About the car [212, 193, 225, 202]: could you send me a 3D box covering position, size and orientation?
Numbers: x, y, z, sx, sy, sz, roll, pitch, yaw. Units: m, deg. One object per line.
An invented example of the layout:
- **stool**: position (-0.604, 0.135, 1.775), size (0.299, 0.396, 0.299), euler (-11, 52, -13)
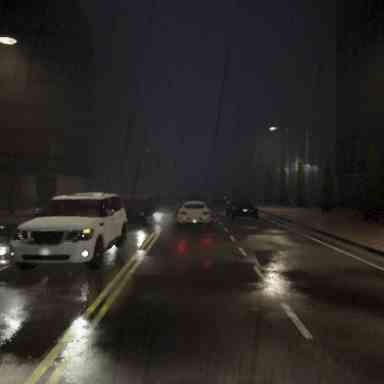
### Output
- **car**: position (3.742, 0.878, 46.683), size (1.994, 1.385, 4.181), euler (0, 1, 2)

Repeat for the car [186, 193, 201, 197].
- **car**: position (0.188, 0.819, 44.615), size (1.882, 1.535, 5.008), euler (0, 1, 0)

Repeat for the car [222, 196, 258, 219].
- **car**: position (3.649, 1.206, 24.885), size (1.994, 1.385, 4.181), euler (0, 1, 0)

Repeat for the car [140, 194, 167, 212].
- **car**: position (-3.439, 1.111, 30.685), size (1.994, 1.385, 4.181), euler (0, 1, 0)

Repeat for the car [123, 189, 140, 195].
- **car**: position (-6.927, 0.673, 36.772), size (2.150, 2.045, 5.566), euler (0, 1, 0)

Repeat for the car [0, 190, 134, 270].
- **car**: position (-3.565, 1.067, 10.842), size (2.150, 2.045, 5.566), euler (0, 1, 0)

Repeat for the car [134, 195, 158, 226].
- **car**: position (-3.529, 1.172, 20.848), size (1.882, 1.535, 5.008), euler (0, 1, 0)

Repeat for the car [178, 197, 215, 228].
- **car**: position (0.139, 1.244, 19.561), size (1.812, 1.442, 4.674), euler (0, 1, 0)

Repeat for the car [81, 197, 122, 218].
- **car**: position (-6.983, 1.176, 26.087), size (1.994, 1.385, 4.181), euler (0, 1, 1)
